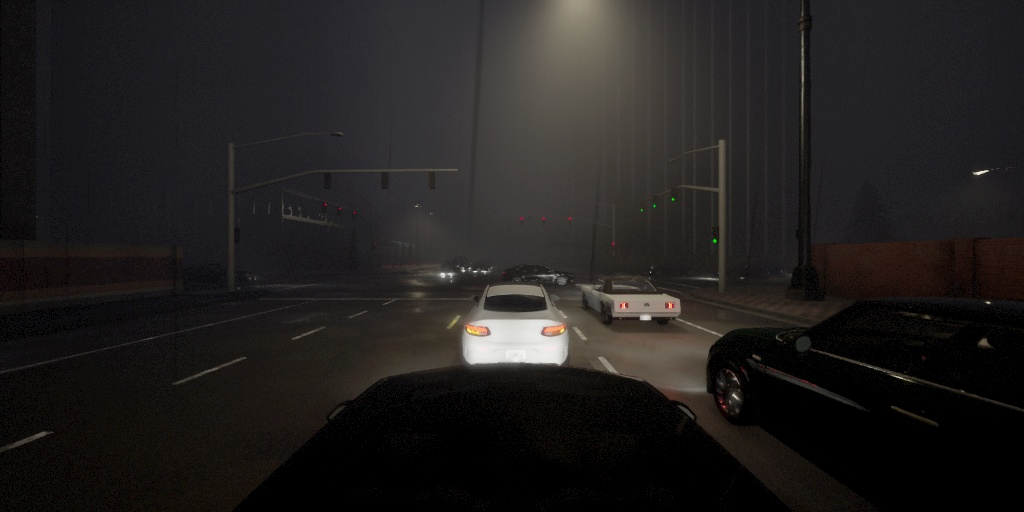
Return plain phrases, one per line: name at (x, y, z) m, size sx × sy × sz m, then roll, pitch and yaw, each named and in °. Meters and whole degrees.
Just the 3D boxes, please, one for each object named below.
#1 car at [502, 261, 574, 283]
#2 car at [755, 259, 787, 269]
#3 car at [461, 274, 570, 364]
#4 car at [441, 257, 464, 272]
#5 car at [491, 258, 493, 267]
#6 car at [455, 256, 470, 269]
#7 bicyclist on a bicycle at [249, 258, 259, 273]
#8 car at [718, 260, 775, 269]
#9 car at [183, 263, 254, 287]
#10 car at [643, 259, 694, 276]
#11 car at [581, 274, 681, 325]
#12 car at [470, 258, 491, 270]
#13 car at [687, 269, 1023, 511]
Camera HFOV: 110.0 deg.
car at (1.742, 1.255, 24.294) m, size 4.892 × 1.490 × 1.837 m, roll 0°, pitch 0°, yaw -1°
car at (24.228, 1.102, 35.207) m, size 4.553 × 1.767 × 2.097 m, roll 0°, pitch 0°, yaw -1°
car at (0.058, 1.276, 7.554) m, size 1.812 × 1.442 × 4.674 m, roll 0°, pitch 0°, yaw 0°
car at (-7.895, 1.241, 46.226) m, size 2.128 × 1.511 × 4.902 m, roll 0°, pitch 0°, yaw 1°
car at (-4.551, 1.276, 59.408) m, size 1.812 × 1.442 × 4.674 m, roll 0°, pitch 0°, yaw -1°
car at (-8.003, 0.971, 56.073) m, size 2.150 × 2.045 × 5.566 m, roll 0°, pitch 0°, yaw -1°
bicyclist on a bicycle at (-28.411, 1.051, 39.488) m, size 0.582 × 1.620 × 1.656 m, roll 0°, pitch 0°, yaw -1°
car at (20.187, 1.314, 31.671) m, size 4.181 × 1.385 × 1.994 m, roll 0°, pitch 0°, yaw -1°
car at (-20.062, 1.242, 24.085) m, size 4.902 × 1.511 × 2.128 m, roll 0°, pitch 0°, yaw -1°
car at (15.336, 1.102, 35.125) m, size 4.553 × 1.767 × 2.097 m, roll 0°, pitch 0°, yaw 0°
car at (3.562, 1.351, 11.772) m, size 1.895 × 1.301 × 4.718 m, roll 0°, pitch 0°, yaw 0°
car at (-4.427, 1.314, 50.793) m, size 1.994 × 1.385 × 4.181 m, roll 0°, pitch 0°, yaw -1°
car at (3.599, 1.102, 2.870) m, size 2.097 × 1.767 × 4.553 m, roll 0°, pitch 0°, yaw 0°
